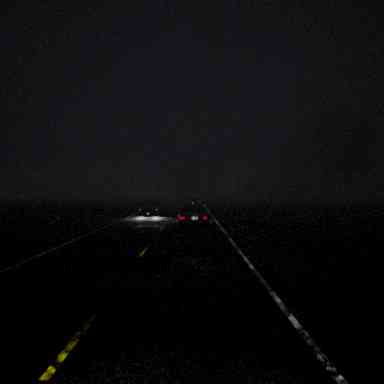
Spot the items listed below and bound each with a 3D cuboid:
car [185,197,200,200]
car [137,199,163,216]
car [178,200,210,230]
[{"bbox_3d":[0.080,1.301,42.130,1.994,1.385,4.181,0,0,0],"label":"car"},{"bbox_3d":[-3.613,1.361,29.908,2.033,1.411,5.357,0,0,0],"label":"car"},{"bbox_3d":[0.089,1.422,20.153,2.033,1.411,5.357,0,0,0],"label":"car"}]
